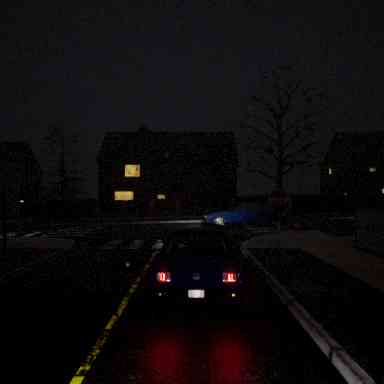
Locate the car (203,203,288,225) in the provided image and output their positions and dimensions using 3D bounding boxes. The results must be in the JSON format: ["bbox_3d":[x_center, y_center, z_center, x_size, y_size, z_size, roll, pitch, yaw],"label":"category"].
[{"bbox_3d":[3.398,1.401,21.625,5.357,1.411,2.033,-1,1,0],"label":"car"}]

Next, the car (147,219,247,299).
[{"bbox_3d":[0.151,1.601,8.392,1.895,1.301,4.718,0,0,2],"label":"car"}]
